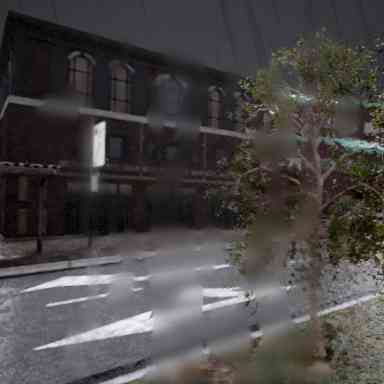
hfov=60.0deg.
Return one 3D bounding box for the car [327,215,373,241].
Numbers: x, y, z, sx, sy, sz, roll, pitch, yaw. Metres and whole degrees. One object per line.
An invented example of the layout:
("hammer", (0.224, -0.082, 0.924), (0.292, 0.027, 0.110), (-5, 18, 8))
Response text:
("car", (8.338, 1.493, 15.738), (5.008, 1.535, 2.097), (0, 0, -31))
